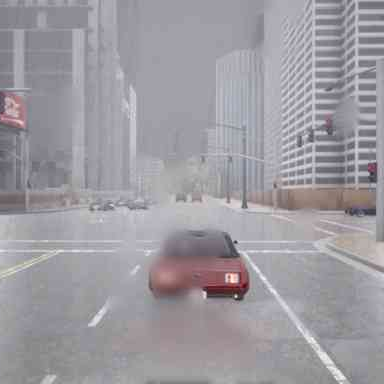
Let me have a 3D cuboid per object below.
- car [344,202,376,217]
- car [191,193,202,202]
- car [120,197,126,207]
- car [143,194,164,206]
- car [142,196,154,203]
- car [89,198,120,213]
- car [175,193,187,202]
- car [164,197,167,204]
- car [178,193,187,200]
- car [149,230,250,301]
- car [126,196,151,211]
[{"bbox_3d":[16.547,1.601,30.443,4.718,1.301,1.895,0,0,1],"label":"car"},{"bbox_3d":[1.048,1.216,73.394,2.150,2.045,5.566,0,0,1],"label":"car"},{"bbox_3d":[-9.901,1.491,48.992,2.128,1.511,4.902,0,0,1],"label":"car"},{"bbox_3d":[-6.317,1.492,54.206,2.128,1.511,4.902,0,0,1],"label":"car"},{"bbox_3d":[-9.478,1.524,71.662,1.812,1.442,4.674,0,0,1],"label":"car"},{"bbox_3d":[-10.074,1.491,37.418,2.128,1.511,4.902,0,0,1],"label":"car"},{"bbox_3d":[-2.452,1.216,73.445,2.150,2.045,5.566,0,0,1],"label":"car"},{"bbox_3d":[-6.096,1.601,65.659,1.895,1.301,4.718,0,0,1],"label":"car"},{"bbox_3d":[-2.297,1.184,84.085,2.097,1.767,4.553,0,0,1],"label":"car"},{"bbox_3d":[0.216,1.601,8.322,1.895,1.301,4.718,0,0,2],"label":"car"},{"bbox_3d":[-6.402,1.526,40.276,1.812,1.442,4.674,0,0,-2],"label":"car"}]
